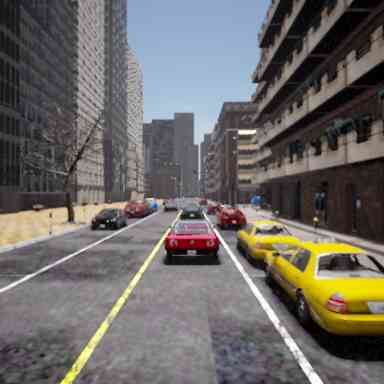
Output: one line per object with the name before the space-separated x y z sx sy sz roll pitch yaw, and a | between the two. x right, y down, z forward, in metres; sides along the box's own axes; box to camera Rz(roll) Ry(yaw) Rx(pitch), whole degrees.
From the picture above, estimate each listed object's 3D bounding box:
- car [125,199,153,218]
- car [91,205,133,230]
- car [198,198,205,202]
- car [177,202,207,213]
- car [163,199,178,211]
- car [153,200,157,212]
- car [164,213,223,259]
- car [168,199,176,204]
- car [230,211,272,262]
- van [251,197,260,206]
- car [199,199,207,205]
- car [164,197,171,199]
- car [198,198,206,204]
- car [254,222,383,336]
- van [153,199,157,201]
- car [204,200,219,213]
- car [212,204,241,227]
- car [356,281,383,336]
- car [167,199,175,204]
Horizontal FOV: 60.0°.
car | -5.695 1.678 34.385 2.192 1.841 5.009 0 -1 0
car | -5.694 1.811 23.338 1.947 1.339 4.313 0 -1 0
car | 2.687 2.398 77.815 1.887 1.381 4.507 0 -1 0
car | 0.025 1.864 28.490 1.994 1.385 4.181 0 -1 0
car | -3.010 2.066 48.530 2.033 1.411 5.357 0 -1 0
car | -5.694 1.989 39.905 1.947 1.339 4.313 0 -1 0
car | 0.019 1.739 13.244 1.895 1.301 4.718 0 -1 0
car | -5.693 2.616 94.398 1.947 1.339 4.313 0 -1 0
car | 2.685 1.655 12.462 1.752 1.417 4.829 0 -1 0
van | 13.709 1.817 65.376 3.998 1.788 1.690 -1 0 0
car | 2.687 2.463 83.342 1.887 1.381 4.507 0 -1 0
car | -5.694 2.169 77.819 2.192 1.841 5.009 0 -1 0
car | 2.686 2.423 88.870 1.967 1.590 4.097 0 -1 0
car | 2.686 1.598 6.939 1.752 1.417 4.829 0 -1 0
van | -5.695 1.825 45.430 1.690 1.788 3.998 0 -1 0
car | 2.686 1.967 39.904 1.887 1.381 4.507 0 -1 0
car | 2.686 1.789 23.337 1.887 1.381 4.507 0 -1 0
car | 2.686 1.580 1.247 1.947 1.339 4.313 0 -1 0
car | -5.693 2.528 88.870 1.887 1.381 4.507 0 -1 0
